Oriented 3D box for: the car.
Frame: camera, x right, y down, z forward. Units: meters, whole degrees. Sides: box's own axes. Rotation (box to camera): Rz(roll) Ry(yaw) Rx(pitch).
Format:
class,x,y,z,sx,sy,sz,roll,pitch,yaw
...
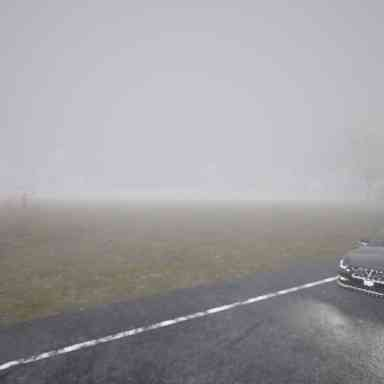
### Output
class,x,y,z,sx,sy,sz,roll,pitch,yaw
car,5.393,1.510,7.834,4.892,1.490,1.837,0,0,-35
